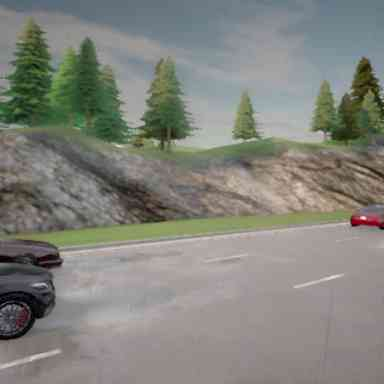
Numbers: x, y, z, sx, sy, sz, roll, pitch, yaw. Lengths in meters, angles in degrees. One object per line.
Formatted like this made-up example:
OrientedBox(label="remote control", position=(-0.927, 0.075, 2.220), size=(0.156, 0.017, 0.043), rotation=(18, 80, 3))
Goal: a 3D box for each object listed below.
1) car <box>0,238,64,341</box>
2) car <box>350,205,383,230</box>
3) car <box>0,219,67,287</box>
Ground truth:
OrientedBox(label="car", position=(-4.495, 1.530, 4.840), size=(4.674, 1.442, 1.812), rotation=(0, 0, -36))
OrientedBox(label="car", position=(11.637, 1.474, 20.574), size=(4.181, 1.385, 1.994), rotation=(0, 0, -35))
OrientedBox(label="car", position=(-6.056, 1.549, 8.026), size=(5.357, 1.411, 2.033), rotation=(0, 0, -35))
